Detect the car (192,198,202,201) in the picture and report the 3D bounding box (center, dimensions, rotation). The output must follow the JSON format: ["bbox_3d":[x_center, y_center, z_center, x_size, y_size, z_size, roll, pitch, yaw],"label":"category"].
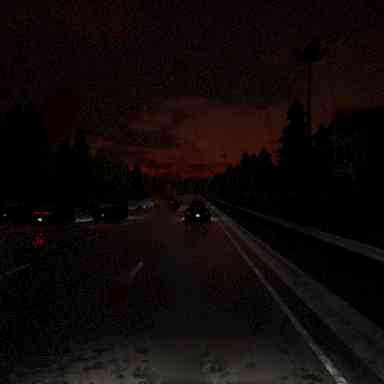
[{"bbox_3d":[0.744,1.665,48.002,1.882,1.535,5.008,0,0,1],"label":"car"}]

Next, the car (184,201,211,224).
[{"bbox_3d":[0.439,1.665,25.805,1.994,1.385,4.181,0,0,1],"label":"car"}]

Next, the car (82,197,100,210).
[{"bbox_3d":[-13.337,1.497,45.408,2.097,1.767,4.553,0,0,1],"label":"car"}]

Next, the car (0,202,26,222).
[{"bbox_3d":[-13.550,1.551,26.734,1.882,1.535,5.008,0,0,1],"label":"car"}]

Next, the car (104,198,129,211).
[{"bbox_3d":[-9.866,1.640,43.926,2.128,1.511,4.902,0,0,1],"label":"car"}]

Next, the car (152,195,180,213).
[{"bbox_3d":[-2.981,1.366,38.946,2.150,2.045,5.566,0,0,1],"label":"car"}]

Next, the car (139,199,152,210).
[{"bbox_3d":[-6.313,1.692,46.637,1.812,1.442,4.674,0,0,1],"label":"car"}]

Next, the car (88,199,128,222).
[{"bbox_3d":[-6.545,1.568,27.036,1.882,1.535,5.008,0,0,1],"label":"car"}]

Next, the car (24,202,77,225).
[{"bbox_3d":[-10.080,1.579,24.545,1.837,1.490,4.892,0,0,1],"label":"car"}]
